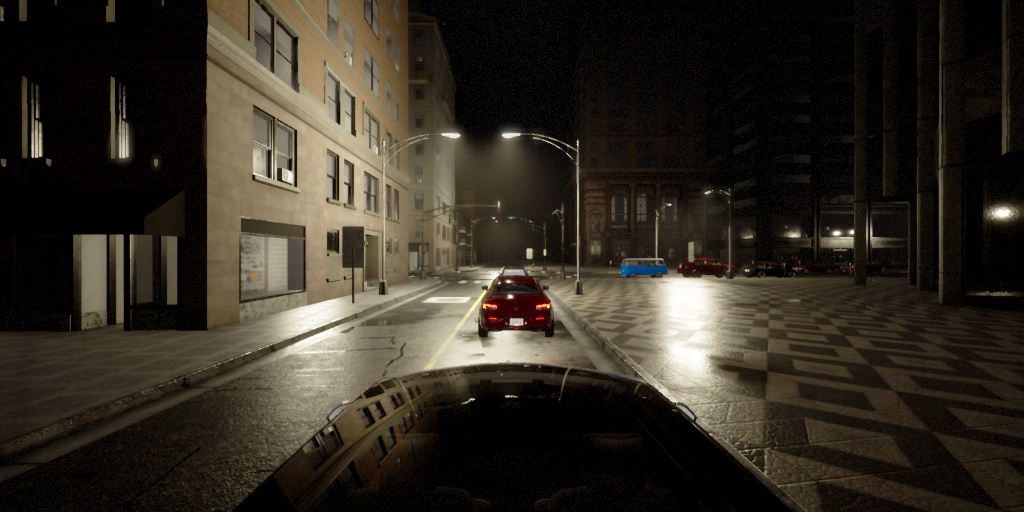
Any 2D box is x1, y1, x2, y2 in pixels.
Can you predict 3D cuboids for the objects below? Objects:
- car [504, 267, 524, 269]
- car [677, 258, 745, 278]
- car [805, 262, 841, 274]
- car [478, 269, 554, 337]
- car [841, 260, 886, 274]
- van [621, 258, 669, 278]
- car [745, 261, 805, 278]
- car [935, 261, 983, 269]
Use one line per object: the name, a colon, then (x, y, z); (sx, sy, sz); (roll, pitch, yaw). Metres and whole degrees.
car: (0.114, 1.303, 19.977); (1.994, 1.385, 4.181); (0, 0, 0)
car: (17.390, 1.078, 31.998); (5.009, 1.841, 2.192); (0, 0, -1)
car: (34.209, 1.331, 40.769); (4.207, 1.307, 1.802); (0, 0, -1)
car: (0.097, 1.271, 10.105); (1.812, 1.442, 4.674); (0, 0, 0)
car: (39.848, 1.185, 40.851); (4.097, 1.591, 1.967); (0, 0, -1)
van: (11.749, 1.105, 31.916); (3.998, 1.789, 1.690); (0, 0, -1)
car: (23.030, 1.326, 32.080); (4.313, 1.339, 1.948); (0, 0, -1)
car: (39.947, 1.190, 32.326); (4.097, 1.591, 1.967); (0, 0, -1)
